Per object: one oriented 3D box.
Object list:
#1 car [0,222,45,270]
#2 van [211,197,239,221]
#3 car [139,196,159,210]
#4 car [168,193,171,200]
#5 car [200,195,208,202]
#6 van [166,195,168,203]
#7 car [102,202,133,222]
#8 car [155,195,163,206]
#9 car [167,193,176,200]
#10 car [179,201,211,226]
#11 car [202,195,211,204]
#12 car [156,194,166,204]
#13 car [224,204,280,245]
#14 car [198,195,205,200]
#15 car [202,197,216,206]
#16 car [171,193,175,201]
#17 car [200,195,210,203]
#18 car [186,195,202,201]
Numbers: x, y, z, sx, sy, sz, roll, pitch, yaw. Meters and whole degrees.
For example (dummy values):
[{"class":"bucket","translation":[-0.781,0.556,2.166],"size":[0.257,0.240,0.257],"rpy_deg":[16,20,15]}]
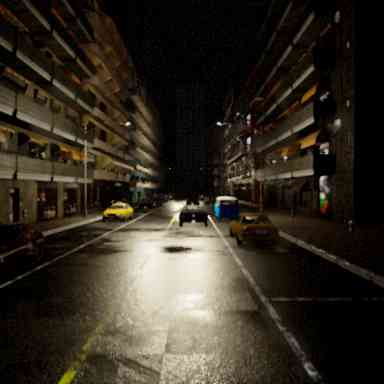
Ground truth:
[{"class":"car","translation":[-5.697,1.566,9.504],"size":[1.802,1.307,4.206],"rpy_deg":[0,0,0]},{"class":"van","translation":[2.681,1.301,26.063],"size":[1.690,1.788,3.998],"rpy_deg":[-1,0,0]},{"class":"car","translation":[-5.698,1.504,42.645],"size":[1.947,1.339,4.313],"rpy_deg":[0,0,0]},{"class":"car","translation":[-5.700,1.351,64.739],"size":[1.967,1.590,4.097],"rpy_deg":[-1,0,0]},{"class":"car","translation":[2.682,1.425,75.943],"size":[1.752,1.417,4.829],"rpy_deg":[-1,0,0]},{"class":"van","translation":[-5.701,1.259,59.216],"size":[1.690,1.788,3.998],"rpy_deg":[-1,0,0]},{"class":"car","translation":[-5.699,1.485,25.905],"size":[1.752,1.417,4.829],"rpy_deg":[0,0,0]},{"class":"car","translation":[-5.698,1.475,48.169],"size":[1.887,1.381,4.507],"rpy_deg":[0,0,0]},{"class":"car","translation":[-5.702,1.200,92.356],"size":[2.192,1.841,5.009],"rpy_deg":[-1,0,0]},{"class":"car","translation":[0.099,1.565,23.192],"size":[1.895,1.301,4.718],"rpy_deg":[0,0,0]},{"class":"car","translation":[2.682,1.482,48.155],"size":[2.008,1.369,4.403],"rpy_deg":[-1,0,0]},{"class":"car","translation":[-5.699,1.469,53.692],"size":[1.887,1.381,4.507],"rpy_deg":[0,0,0]},{"class":"car","translation":[2.683,1.501,15.185],"size":[1.752,1.417,4.829],"rpy_deg":[0,0,0]},{"class":"car","translation":[2.682,1.430,92.343],"size":[1.887,1.381,4.507],"rpy_deg":[-1,0,0]},{"class":"car","translation":[2.682,1.475,53.679],"size":[2.008,1.369,4.403],"rpy_deg":[-1,0,0]},{"class":"car","translation":[-5.699,1.461,81.310],"size":[1.947,1.339,4.313],"rpy_deg":[-1,0,0]},{"class":"car","translation":[2.682,1.457,70.249],"size":[2.008,1.369,4.403],"rpy_deg":[-1,0,0]},{"class":"car","translation":[0.098,1.460,45.180],"size":[1.812,1.442,4.674],"rpy_deg":[0,0,0]}]
